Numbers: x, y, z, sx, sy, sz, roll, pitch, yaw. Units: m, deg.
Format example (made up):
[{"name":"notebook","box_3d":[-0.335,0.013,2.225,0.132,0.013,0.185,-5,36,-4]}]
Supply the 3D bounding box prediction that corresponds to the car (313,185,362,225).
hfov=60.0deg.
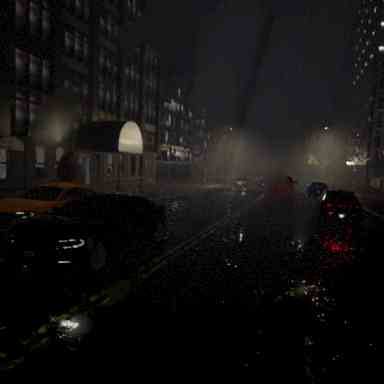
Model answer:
[{"name":"car","box_3d":[7.400,0.657,17.029,1.837,1.490,4.892,4,5,18]}]

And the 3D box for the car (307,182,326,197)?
[{"name":"car","box_3d":[12.896,-0.298,34.199,1.882,1.535,5.008,4,4,18]}]

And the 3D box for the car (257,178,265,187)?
[{"name":"car","box_3d":[10.954,-1.387,49.910,1.994,1.385,4.181,4,4,18]}]

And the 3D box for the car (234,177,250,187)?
[{"name":"car","box_3d":[7.662,-1.604,50.289,1.812,1.442,4.674,4,4,18]}]

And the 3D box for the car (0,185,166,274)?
[{"name":"car","box_3d":[-2.272,0.757,8.566,1.882,1.535,5.008,4,4,17]}]

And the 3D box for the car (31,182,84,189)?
[{"name":"car","box_3d":[-4.705,0.436,11.611,1.882,1.535,5.008,4,4,17]}]

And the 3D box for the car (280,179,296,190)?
[{"name":"car","box_3d":[13.827,-1.067,47.749,1.895,1.301,4.718,4,4,17]}]

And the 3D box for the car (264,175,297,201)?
[{"name":"car","box_3d":[7.930,-0.439,29.176,2.150,2.045,5.566,4,4,17]}]
